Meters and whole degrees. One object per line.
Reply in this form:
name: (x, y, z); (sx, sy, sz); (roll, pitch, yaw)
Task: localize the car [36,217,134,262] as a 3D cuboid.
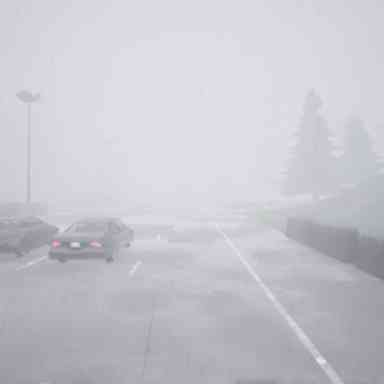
car: (-3.489, 1.633, 12.486); (2.033, 1.411, 5.357); (0, 0, 0)

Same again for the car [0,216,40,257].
car: (-6.978, 1.653, 13.438); (1.994, 1.385, 4.181); (0, 0, 0)
